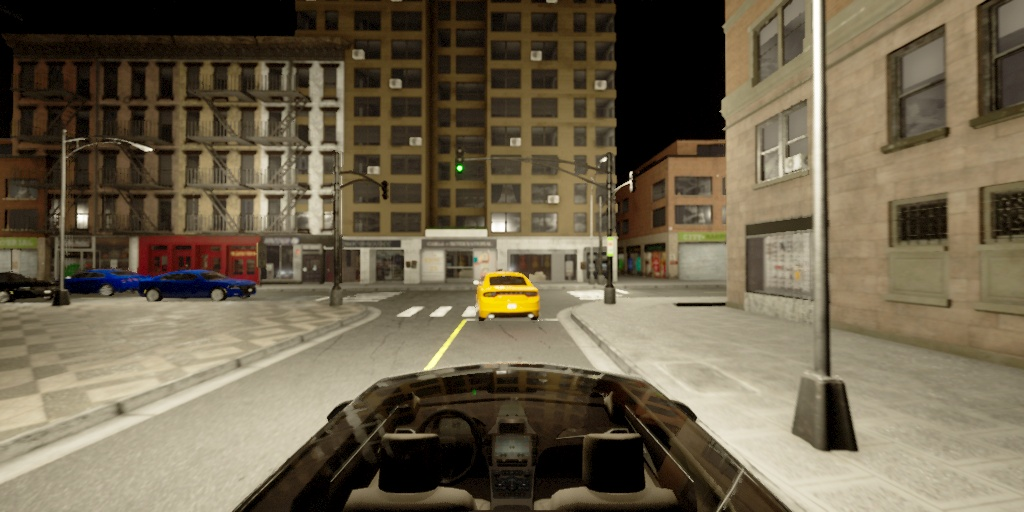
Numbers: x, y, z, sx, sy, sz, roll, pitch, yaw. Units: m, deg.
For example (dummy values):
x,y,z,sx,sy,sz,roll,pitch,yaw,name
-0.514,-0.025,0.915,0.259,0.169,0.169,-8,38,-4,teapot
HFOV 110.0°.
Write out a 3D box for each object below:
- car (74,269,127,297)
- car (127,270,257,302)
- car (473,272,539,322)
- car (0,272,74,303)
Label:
x,y,z,sx,sy,sz,roll,pitch,yaw,name
-24.086,1.544,20.909,5.008,1.535,1.882,0,-1,0,car
-15.513,1.451,17.846,5.008,1.535,1.882,0,-1,0,car
-0.313,1.300,12.715,1.882,1.535,5.008,0,0,-7,car
-25.486,1.521,17.713,5.008,1.535,1.882,0,-1,-1,car
